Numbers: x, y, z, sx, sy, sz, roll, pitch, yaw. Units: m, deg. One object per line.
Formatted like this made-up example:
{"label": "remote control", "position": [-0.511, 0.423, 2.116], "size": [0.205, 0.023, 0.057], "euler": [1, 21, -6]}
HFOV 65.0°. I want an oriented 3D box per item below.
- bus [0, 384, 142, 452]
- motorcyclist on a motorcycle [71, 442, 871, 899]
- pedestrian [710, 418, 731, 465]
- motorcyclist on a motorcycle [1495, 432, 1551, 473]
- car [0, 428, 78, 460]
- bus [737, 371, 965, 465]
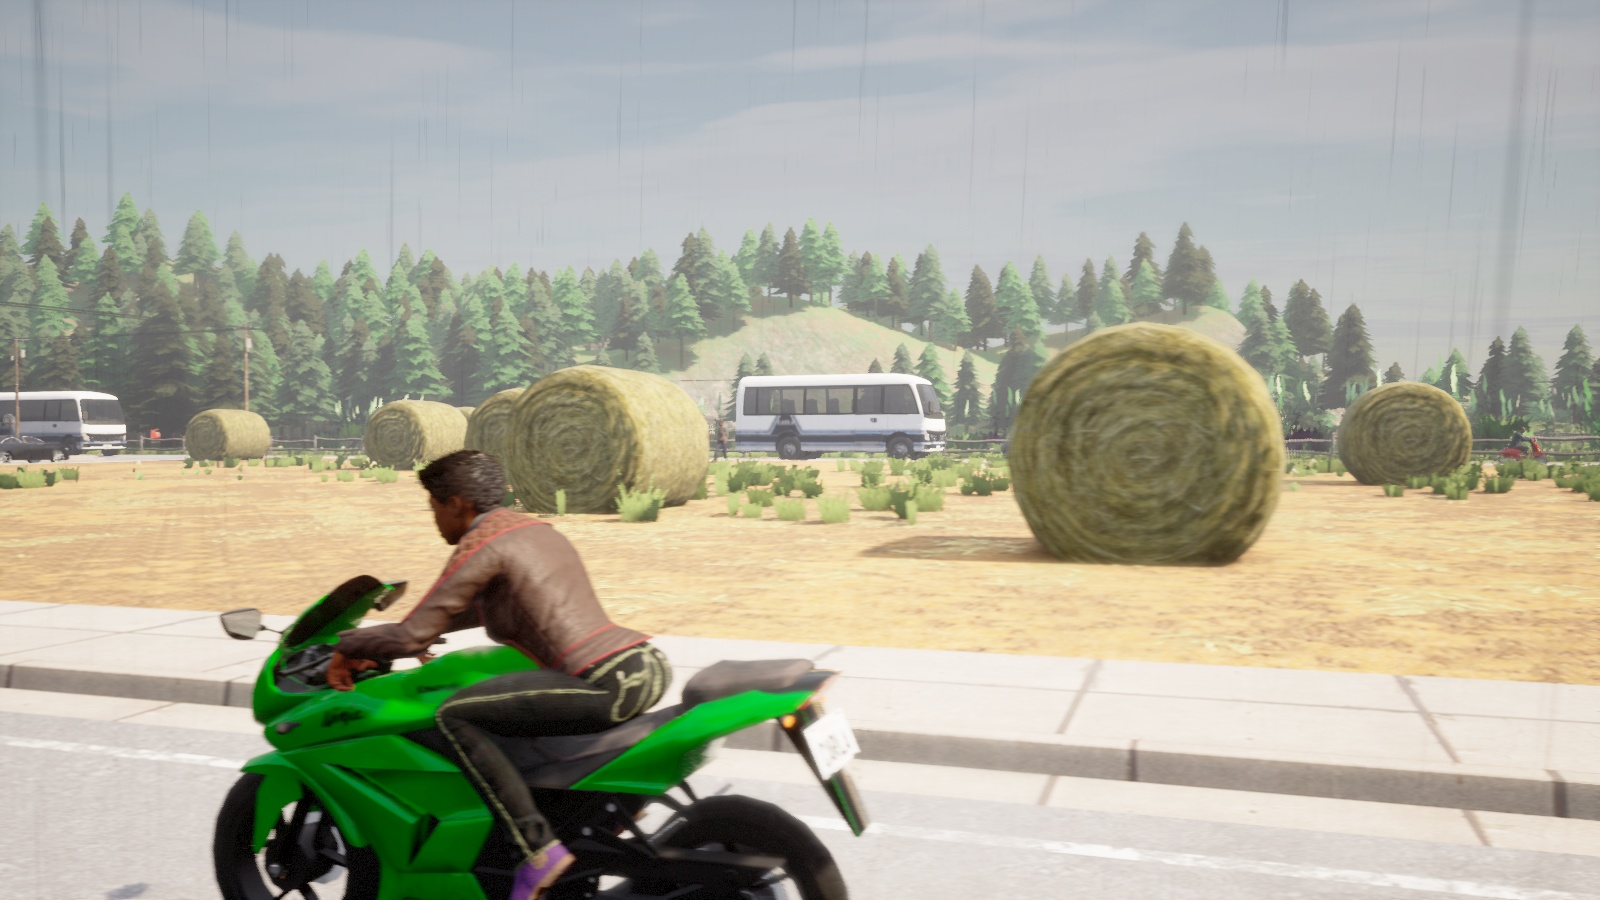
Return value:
{"label": "bus", "position": [-48.384, -2.052, 81.939], "size": [10.273, 4.253, 3.944], "euler": [1, 1, 22]}
{"label": "motorcyclist on a motorcycle", "position": [-0.898, 0.749, 3.495], "size": [2.044, 1.523, 0.797], "euler": [1, 1, 19]}
{"label": "pedestrian", "position": [-3.095, -0.324, 48.780], "size": [0.328, 1.805, 0.869], "euler": [1, 1, 34]}
{"label": "motorcyclist on a motorcycle", "position": [28.826, 0.078, 50.109], "size": [1.817, 1.590, 0.866], "euler": [1, 1, 22]}
{"label": "car", "position": [-38.610, -0.329, 62.009], "size": [2.128, 1.511, 4.902], "euler": [1, 1, 20]}
{"label": "bus", "position": [2.460, -1.525, 60.964], "size": [10.273, 4.253, 3.944], "euler": [1, 1, 22]}
